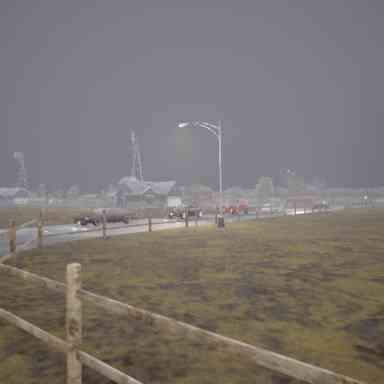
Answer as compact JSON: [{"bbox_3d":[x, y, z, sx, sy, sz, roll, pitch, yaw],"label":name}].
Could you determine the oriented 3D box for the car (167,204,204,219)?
[{"bbox_3d":[-0.638,2.013,34.729,1.837,1.490,4.892,-2,-2,36],"label":"car"}]

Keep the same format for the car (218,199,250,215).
[{"bbox_3d":[5.555,1.913,43.390,2.150,2.045,5.566,-2,-2,36],"label":"car"}]

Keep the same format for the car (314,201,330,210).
[{"bbox_3d":[25.108,2.472,64.333,2.097,1.767,4.553,-2,-2,34],"label":"car"}]

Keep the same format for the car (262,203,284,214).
[{"bbox_3d":[10.981,2.192,44.611,1.812,1.442,4.674,-2,-2,36],"label":"car"}]

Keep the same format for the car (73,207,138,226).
[{"bbox_3d":[-6.659,1.884,26.314,2.033,1.411,5.357,-2,-2,36],"label":"car"}]
